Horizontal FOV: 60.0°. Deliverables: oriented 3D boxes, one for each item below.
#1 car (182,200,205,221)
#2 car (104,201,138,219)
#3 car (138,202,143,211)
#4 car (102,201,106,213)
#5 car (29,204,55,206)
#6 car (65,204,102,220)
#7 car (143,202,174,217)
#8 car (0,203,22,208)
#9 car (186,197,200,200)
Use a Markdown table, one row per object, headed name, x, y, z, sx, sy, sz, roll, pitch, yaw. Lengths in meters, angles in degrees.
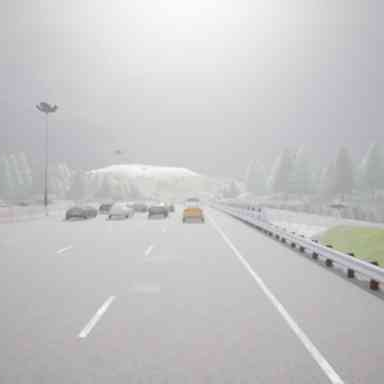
| name | x | y | z | sx | sy | sz | roll | pitch | yaw |
| --- | --- | --- | --- | --- | --- | --- | --- | --- | --- |
| car | 0.112 | 1.732 | 29.932 | 1.882 | 1.535 | 5.008 | 0 | 0 | 0 |
| car | -6.894 | 1.801 | 32.763 | 1.812 | 1.442 | 4.674 | 0 | 0 | 0 |
| car | -6.877 | 1.967 | 44.107 | 1.994 | 1.385 | 4.181 | 0 | -1 | 0 |
| car | -10.380 | 1.861 | 42.897 | 1.882 | 1.535 | 5.008 | 0 | -1 | 0 |
| car | -21.038 | 1.784 | 46.550 | 2.097 | 1.767 | 4.553 | 0 | -1 | 0 |
| car | -10.388 | 1.828 | 31.564 | 1.994 | 1.385 | 4.181 | 0 | 0 | 0 |
| car | -3.385 | 1.785 | 34.616 | 2.128 | 1.511 | 4.902 | 0 | -1 | 0 |
| car | -24.531 | 1.978 | 46.555 | 2.033 | 1.411 | 5.357 | 0 | -1 | 1 |
| car | 0.118 | 1.593 | 41.480 | 2.150 | 2.045 | 5.566 | 0 | 0 | 0 |
